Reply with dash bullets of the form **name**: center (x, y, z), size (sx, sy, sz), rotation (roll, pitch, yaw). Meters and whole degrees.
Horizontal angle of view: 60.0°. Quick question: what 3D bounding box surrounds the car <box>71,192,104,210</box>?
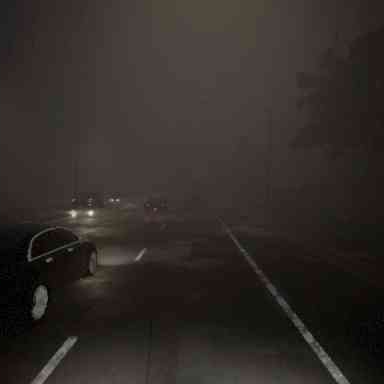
- **car**: center (-10.274, 0.755, 33.071), size (2.097, 1.767, 4.553), rotation (1, 1, 1)

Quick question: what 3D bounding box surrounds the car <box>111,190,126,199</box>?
- **car**: center (-13.488, 0.454, 61.333), size (2.128, 1.511, 4.902), rotation (1, 1, 0)

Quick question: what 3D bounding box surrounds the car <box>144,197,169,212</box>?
- **car**: center (-3.156, 1.124, 30.871), size (1.895, 1.301, 4.718), rotation (1, 1, 0)

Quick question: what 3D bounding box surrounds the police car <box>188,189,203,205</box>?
- **police car**: center (0.437, 0.794, 44.976), size (1.930, 1.638, 5.238), rotation (1, 0, 1)

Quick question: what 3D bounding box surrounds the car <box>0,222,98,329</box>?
- **car**: center (-3.336, 1.370, 6.726), size (1.837, 1.490, 4.892), rotation (1, 1, 0)

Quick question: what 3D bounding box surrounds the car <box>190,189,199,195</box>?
- **car**: center (0.690, -0.004, 81.307), size (2.128, 1.511, 4.902), rotation (1, 1, 0)
